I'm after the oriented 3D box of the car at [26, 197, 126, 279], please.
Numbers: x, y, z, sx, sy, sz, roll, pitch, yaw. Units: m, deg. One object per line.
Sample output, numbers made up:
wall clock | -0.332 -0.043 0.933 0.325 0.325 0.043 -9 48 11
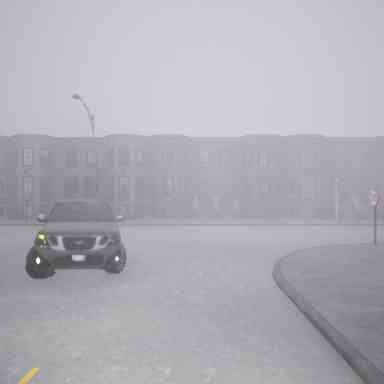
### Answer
car | -3.486 1.222 10.603 2.150 2.045 5.566 2 -1 -17
